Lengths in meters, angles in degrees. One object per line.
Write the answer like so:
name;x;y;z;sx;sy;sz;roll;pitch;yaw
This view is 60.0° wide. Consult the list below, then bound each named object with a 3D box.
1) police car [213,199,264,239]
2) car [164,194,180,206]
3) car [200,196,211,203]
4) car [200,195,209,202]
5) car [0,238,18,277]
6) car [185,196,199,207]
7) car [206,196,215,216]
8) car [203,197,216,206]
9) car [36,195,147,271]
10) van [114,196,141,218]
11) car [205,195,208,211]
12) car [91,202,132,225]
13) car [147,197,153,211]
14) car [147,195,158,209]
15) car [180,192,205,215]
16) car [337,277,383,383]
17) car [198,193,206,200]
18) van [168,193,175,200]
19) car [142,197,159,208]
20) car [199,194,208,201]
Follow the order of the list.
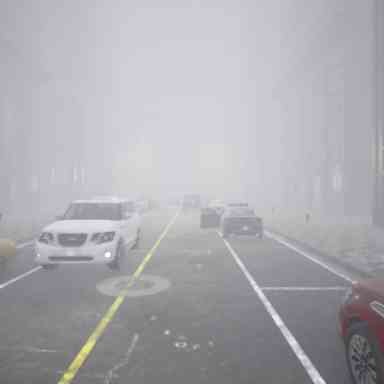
police car;2.368;1.395;17.293;1.930;1.638;5.238;0;0;0
car;-2.994;1.448;54.531;2.128;1.511;4.902;0;0;0
car;2.770;1.467;69.386;1.947;1.339;4.313;0;0;0
car;2.770;1.440;75.005;1.887;1.381;4.507;0;0;0
car;-5.762;1.512;7.400;1.752;1.417;4.829;0;0;0
car;0.004;1.411;51.825;2.128;1.511;4.902;0;0;0
car;2.766;1.468;35.843;1.752;1.417;4.829;0;0;0
car;2.768;1.500;52.529;1.802;1.307;4.206;0;0;0
car;-3.098;1.201;11.230;2.150;2.045;5.566;0;0;0
van;-5.760;1.292;30.043;1.690;1.788;3.998;0;0;0
car;2.767;1.508;46.911;1.802;1.307;4.206;0;0;0
car;-5.760;1.504;24.425;1.887;1.381;4.507;0;0;0
car;-5.759;1.493;35.662;2.008;1.369;4.403;0;0;0
car;-5.758;1.250;41.280;2.192;1.841;5.009;0;0;0
car;0.038;1.159;38.512;2.150;2.045;5.566;0;0;0
car;2.762;1.311;1.961;2.192;1.841;5.009;0;0;0
car;2.772;1.196;91.860;2.192;1.841;5.009;0;0;0
van;-5.753;1.221;91.846;1.690;1.788;3.998;0;0;0
car;-5.758;1.452;46.729;1.752;1.417;4.829;0;0;0
car;2.771;1.331;80.623;1.967;1.590;4.097;0;0;0
